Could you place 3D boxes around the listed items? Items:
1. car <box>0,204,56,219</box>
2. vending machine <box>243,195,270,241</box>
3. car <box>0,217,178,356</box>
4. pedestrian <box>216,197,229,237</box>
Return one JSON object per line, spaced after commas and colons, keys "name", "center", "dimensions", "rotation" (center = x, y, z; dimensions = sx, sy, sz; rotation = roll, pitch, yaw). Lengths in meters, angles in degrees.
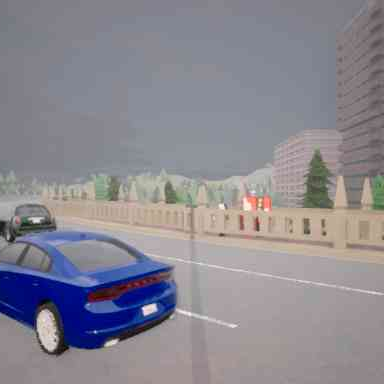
{"name": "car", "center": [-8.495, 1.351, 16.567], "dimensions": [2.097, 1.767, 4.553], "rotation": [0, 0, -44]}
{"name": "vending machine", "center": [3.112, 1.195, 16.008], "dimensions": [0.880, 2.100, 1.100], "rotation": [0, 0, 41]}
{"name": "car", "center": [-2.512, 1.477, 6.184], "dimensions": [5.008, 1.535, 1.882], "rotation": [0, 0, 39]}
{"name": "pedestrian", "center": [1.416, 1.141, 15.587], "dimensions": [0.375, 1.860, 0.375], "rotation": [0, 0, 41]}
